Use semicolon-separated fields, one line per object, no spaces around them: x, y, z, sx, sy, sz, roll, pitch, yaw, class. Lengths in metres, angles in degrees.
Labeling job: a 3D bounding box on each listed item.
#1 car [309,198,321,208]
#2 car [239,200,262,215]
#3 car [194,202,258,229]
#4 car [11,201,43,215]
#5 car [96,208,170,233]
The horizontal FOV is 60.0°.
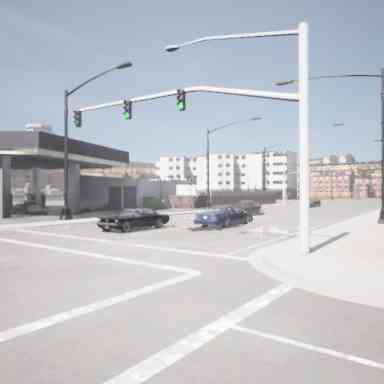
18.549;1.657;51.603;2.033;1.411;5.357;0;0;35;car
5.341;1.606;33.135;1.837;1.490;4.892;0;0;35;car
2.248;1.623;22.550;2.033;1.411;5.357;0;0;35;car
-17.989;1.681;36.261;3.806;1.475;1.970;0;0;37;car
-3.536;1.696;20.550;1.895;1.301;4.718;0;0;35;car
